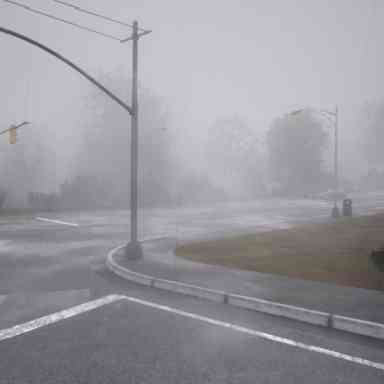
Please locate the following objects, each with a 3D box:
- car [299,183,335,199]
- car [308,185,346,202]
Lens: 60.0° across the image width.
[{"bbox_3d":[16.999,-0.156,44.633,5.566,2.045,2.150,-3,2,-28],"label":"car"},{"bbox_3d":[16.818,0.304,40.529,4.674,1.442,1.812,-4,2,-29],"label":"car"}]
